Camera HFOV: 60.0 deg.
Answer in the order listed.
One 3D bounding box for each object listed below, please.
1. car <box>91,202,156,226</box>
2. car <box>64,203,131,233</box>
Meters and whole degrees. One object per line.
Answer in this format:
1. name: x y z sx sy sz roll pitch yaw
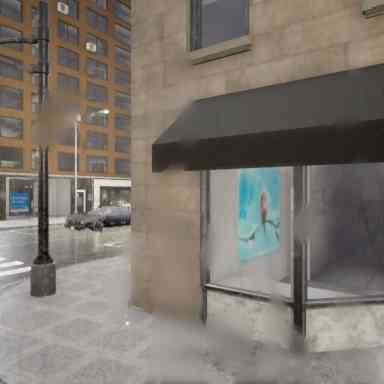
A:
1. car: -4.935 1.548 24.720 1.752 1.417 4.829 0 0 36
2. car: -4.965 1.565 20.342 2.033 1.411 5.357 0 0 36
